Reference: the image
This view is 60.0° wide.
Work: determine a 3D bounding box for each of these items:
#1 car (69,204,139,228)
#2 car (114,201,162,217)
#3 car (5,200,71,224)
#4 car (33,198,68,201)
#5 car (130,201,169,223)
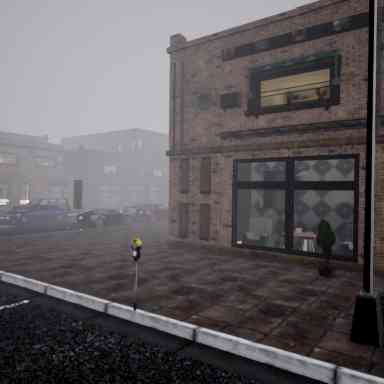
[{"bbox_3d":[-6.281,1.797,24.142,1.947,1.339,4.313,0,0,36],"label":"car"},{"bbox_3d":[-5.568,1.719,34.955,2.128,1.511,4.902,1,0,36],"label":"car"},{"bbox_3d":[-12.015,1.649,26.086,1.812,1.442,4.674,1,0,36],"label":"car"},{"bbox_3d":[-13.054,1.415,29.073,2.192,1.841,5.009,0,0,36],"label":"car"},{"bbox_3d":[-3.015,1.724,28.629,1.967,1.590,4.097,0,0,36],"label":"car"}]
